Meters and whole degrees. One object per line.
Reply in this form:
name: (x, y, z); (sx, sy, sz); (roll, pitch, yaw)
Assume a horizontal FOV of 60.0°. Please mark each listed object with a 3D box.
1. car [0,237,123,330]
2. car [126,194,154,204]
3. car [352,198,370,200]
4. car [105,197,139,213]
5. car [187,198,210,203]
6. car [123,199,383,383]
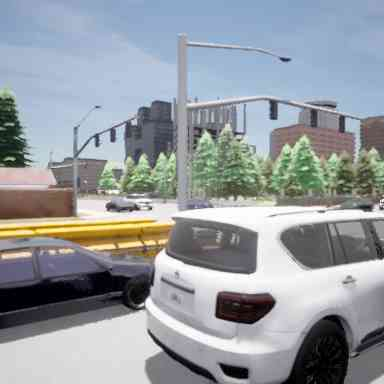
car: (-2.827, 1.552, 6.036); (5.357, 1.411, 2.033); (0, 0, -36)
car: (-6.925, 1.292, 42.856); (2.150, 2.045, 5.566); (0, 0, -33)
car: (19.695, 1.493, 39.567); (4.553, 1.767, 2.097); (0, 0, -34)
car: (-8.477, 1.604, 38.847); (2.033, 1.411, 5.357); (0, 0, -33)
car: (0.469, 1.434, 37.987); (2.097, 1.767, 4.553); (0, 0, -31)
car: (2.010, 1.238, 5.171); (5.566, 2.045, 2.150); (0, 0, -36)
